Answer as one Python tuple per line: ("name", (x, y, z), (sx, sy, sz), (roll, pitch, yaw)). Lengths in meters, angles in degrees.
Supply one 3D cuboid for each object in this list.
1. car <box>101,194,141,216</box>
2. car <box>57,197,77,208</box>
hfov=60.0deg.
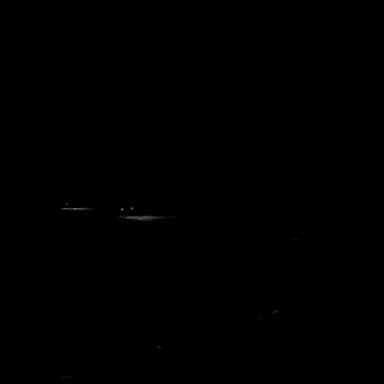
("car", (-7.183, 1.183, 33.170), (2.150, 2.045, 5.566), (-1, 0, -36))
("car", (-18.169, 1.545, 48.278), (1.837, 1.490, 4.892), (-1, 0, -36))
